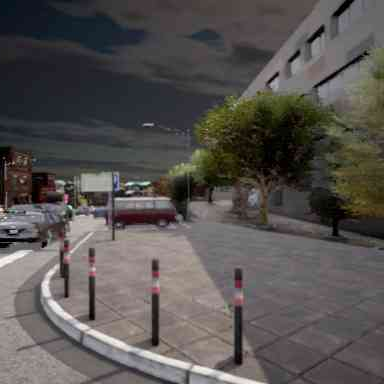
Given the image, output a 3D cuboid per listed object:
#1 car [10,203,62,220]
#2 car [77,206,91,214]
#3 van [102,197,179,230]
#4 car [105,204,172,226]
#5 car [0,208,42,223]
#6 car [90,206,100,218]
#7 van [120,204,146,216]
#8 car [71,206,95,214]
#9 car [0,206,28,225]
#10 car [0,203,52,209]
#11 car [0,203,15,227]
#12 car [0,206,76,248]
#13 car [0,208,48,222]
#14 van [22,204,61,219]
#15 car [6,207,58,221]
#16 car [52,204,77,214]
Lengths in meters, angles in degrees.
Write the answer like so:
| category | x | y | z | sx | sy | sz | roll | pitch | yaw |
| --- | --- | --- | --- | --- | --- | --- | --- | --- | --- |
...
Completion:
| category | x | y | z | sx | sy | sz | roll | pitch | yaw |
| --- | --- | --- | --- | --- | --- | --- | --- | --- | --- |
| car | -19.828 | 2.513 | 42.584 | 5.566 | 2.045 | 2.435 | 0 | -3 | -11 |
| car | -16.311 | 2.789 | 49.438 | 1.837 | 1.490 | 4.892 | 0 | -3 | -11 |
| van | -3.035 | 1.339 | 20.464 | 4.442 | 1.987 | 1.878 | 0 | -2 | -11 |
| car | -4.173 | 1.779 | 25.955 | 5.008 | 1.535 | 2.097 | 0 | -3 | -11 |
| car | -18.290 | 2.397 | 34.475 | 4.674 | 1.452 | 2.002 | 0 | -3 | -11 |
| car | -12.572 | 2.851 | 46.270 | 1.882 | 1.535 | 5.008 | 0 | -3 | -11 |
| van | -10.388 | 3.202 | 58.807 | 4.442 | 1.987 | 1.878 | 0 | -3 | -11 |
| car | -27.706 | 4.648 | 85.038 | 5.566 | 2.045 | 2.435 | 0 | -3 | -11 |
| car | -17.459 | 2.079 | 28.962 | 5.366 | 1.575 | 1.946 | 0 | -3 | -11 |
| car | -11.479 | 1.607 | 22.877 | 2.097 | 1.767 | 4.553 | 0 | -3 | -11 |
| car | -16.716 | 1.811 | 26.142 | 4.553 | 1.767 | 2.185 | 0 | -3 | -11 |
| car | -6.844 | 1.527 | 14.627 | 2.033 | 1.411 | 5.357 | 0 | -1 | -8 |
| car | -18.777 | 2.528 | 37.094 | 4.674 | 1.452 | 2.002 | 0 | -3 | -11 |
| van | -20.423 | 2.677 | 45.308 | 4.442 | 1.987 | 1.878 | 0 | -3 | -11 |
| car | -19.129 | 2.629 | 39.994 | 5.366 | 1.575 | 1.946 | 0 | -3 | -11 |
| car | -13.544 | 2.152 | 34.063 | 2.097 | 1.767 | 4.553 | 0 | -3 | -10 |
